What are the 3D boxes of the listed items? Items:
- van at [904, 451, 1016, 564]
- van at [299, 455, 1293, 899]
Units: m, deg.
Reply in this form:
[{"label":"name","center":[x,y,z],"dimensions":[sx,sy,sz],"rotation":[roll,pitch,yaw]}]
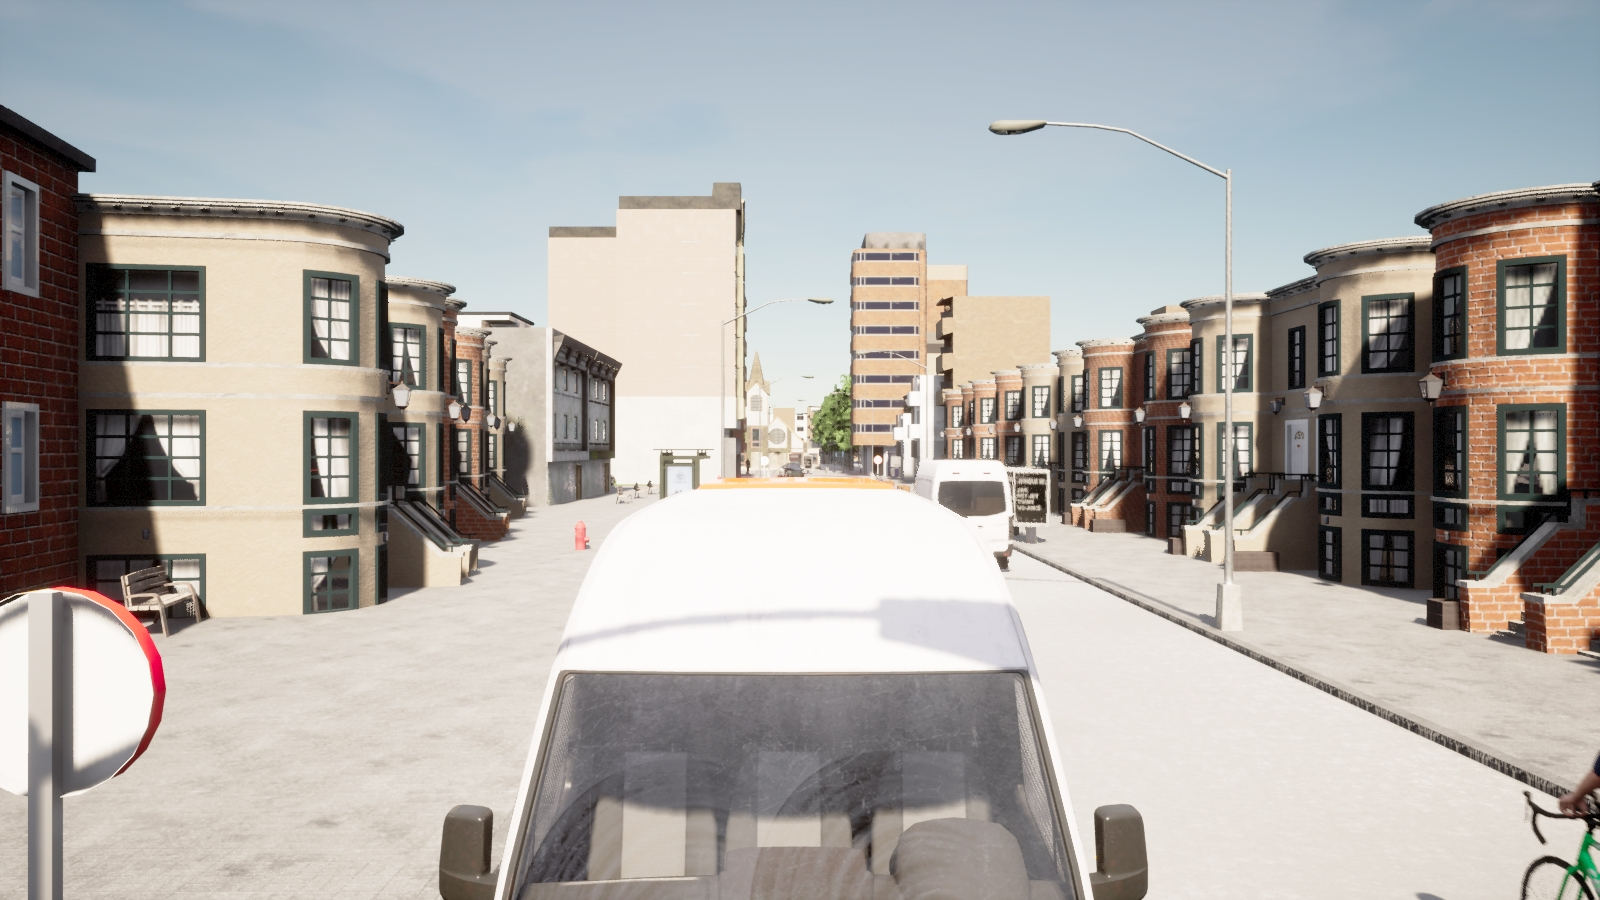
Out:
[{"label":"van","center":[3.910,1.315,28.891],"dimensions":[1.988,2.561,5.915],"rotation":[0,0,0]},{"label":"van","center":[-0.019,1.314,5.243],"dimensions":[1.988,2.561,5.915],"rotation":[0,0,0]}]
